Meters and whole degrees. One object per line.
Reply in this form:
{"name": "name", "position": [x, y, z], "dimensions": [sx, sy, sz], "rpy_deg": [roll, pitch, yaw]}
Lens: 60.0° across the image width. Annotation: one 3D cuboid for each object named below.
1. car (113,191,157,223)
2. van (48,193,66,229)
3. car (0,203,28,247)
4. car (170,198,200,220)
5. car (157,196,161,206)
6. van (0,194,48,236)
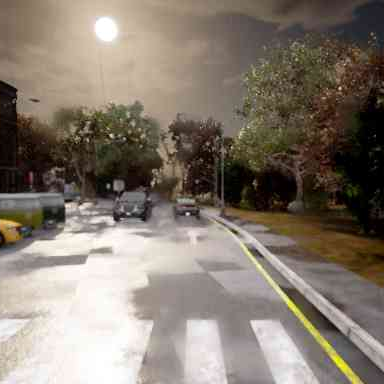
{"name": "car", "position": [-4.023, 0.965, 23.612], "dimensions": [2.150, 2.045, 5.566], "rpy_deg": [0, 1, -1]}
{"name": "van", "position": [-9.419, 1.084, 18.621], "dimensions": [4.442, 1.987, 1.878], "rpy_deg": [-1, 1, -21]}
{"name": "car", "position": [-9.250, 1.405, 12.678], "dimensions": [5.008, 1.535, 2.097], "rpy_deg": [-1, 0, -21]}
{"name": "car", "position": [-0.549, 1.221, 25.336], "dimensions": [1.837, 1.490, 4.892], "rpy_deg": [0, 1, -6]}
{"name": "car", "position": [-5.415, 0.944, 41.401], "dimensions": [2.128, 1.511, 4.902], "rpy_deg": [0, 1, -28]}
{"name": "van", "position": [-9.387, 1.133, 15.621], "dimensions": [4.442, 1.987, 1.878], "rpy_deg": [-1, 1, -21]}
